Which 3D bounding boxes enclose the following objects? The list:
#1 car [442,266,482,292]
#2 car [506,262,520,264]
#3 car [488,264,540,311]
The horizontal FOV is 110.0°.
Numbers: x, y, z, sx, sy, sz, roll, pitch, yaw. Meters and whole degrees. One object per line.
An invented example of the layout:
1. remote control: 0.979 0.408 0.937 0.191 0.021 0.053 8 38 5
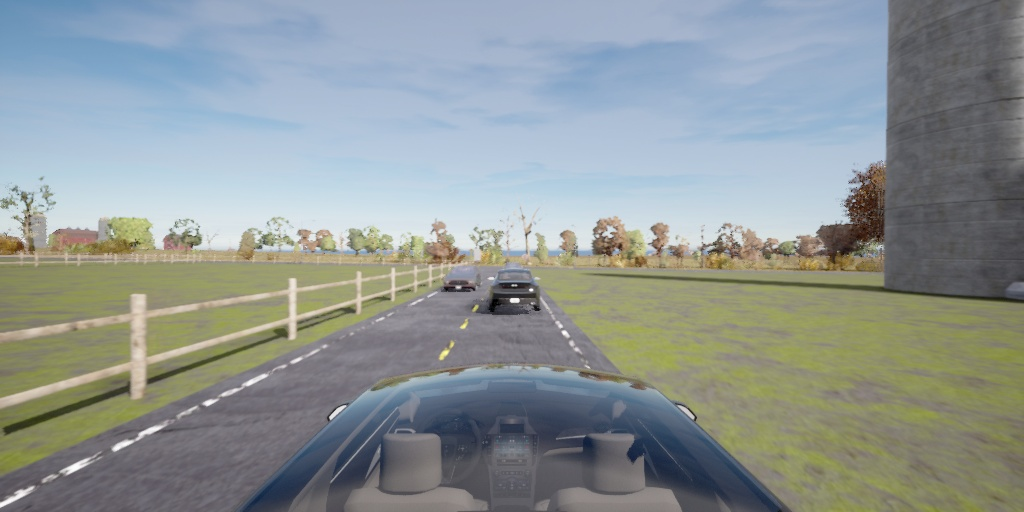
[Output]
1. car: -2.861 1.297 21.830 2.033 1.411 5.357 0 0 0
2. car: 0.083 1.302 33.671 2.033 1.411 5.357 0 0 0
3. car: 0.092 1.253 14.519 1.837 1.490 4.892 0 0 0
